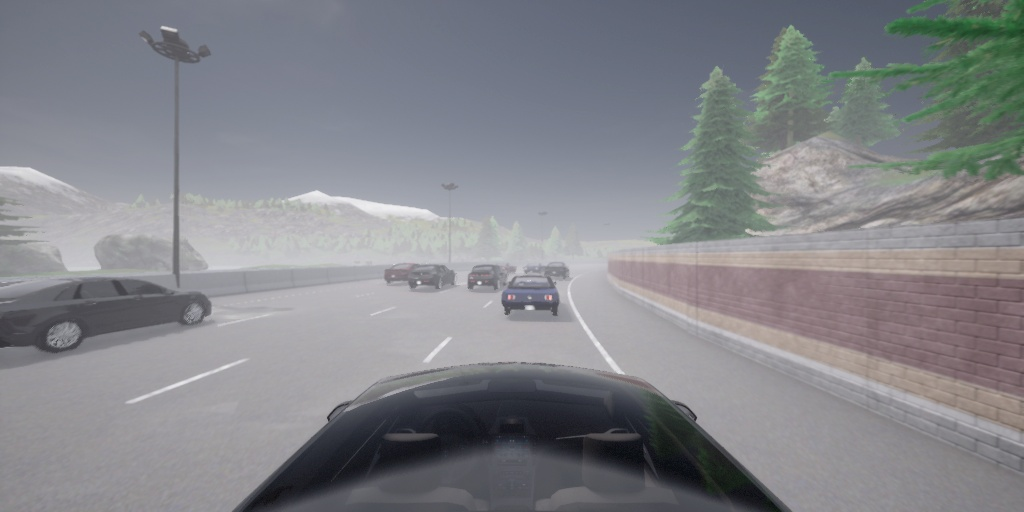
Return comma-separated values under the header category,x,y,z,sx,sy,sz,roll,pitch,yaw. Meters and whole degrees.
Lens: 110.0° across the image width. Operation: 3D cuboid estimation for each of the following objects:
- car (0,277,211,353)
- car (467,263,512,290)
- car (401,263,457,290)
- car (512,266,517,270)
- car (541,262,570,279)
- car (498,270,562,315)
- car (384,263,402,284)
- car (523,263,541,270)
category,x,y,z,sx,sy,sz,roll,pitch,yaw
car,-10.091,1.256,8.841,1.837,1.490,4.892,0,0,3
car,-1.481,1.286,22.977,1.837,1.490,4.892,0,0,9
car,-5.004,1.283,23.107,1.837,1.490,4.892,0,0,9
car,-0.881,1.410,40.919,1.895,1.301,4.718,0,0,17
car,4.204,1.280,33.049,1.882,1.535,5.008,0,0,14
car,0.790,1.370,13.711,1.895,1.301,4.718,0,0,5
car,-7.796,1.260,27.339,1.882,1.535,5.008,0,0,10
car,2.753,1.414,40.847,1.895,1.301,4.718,0,0,17
